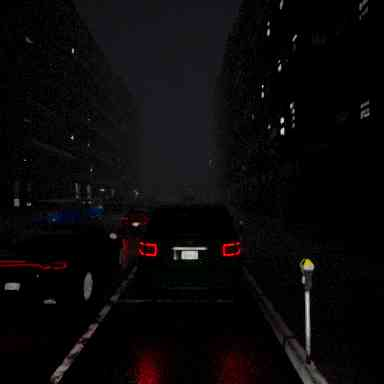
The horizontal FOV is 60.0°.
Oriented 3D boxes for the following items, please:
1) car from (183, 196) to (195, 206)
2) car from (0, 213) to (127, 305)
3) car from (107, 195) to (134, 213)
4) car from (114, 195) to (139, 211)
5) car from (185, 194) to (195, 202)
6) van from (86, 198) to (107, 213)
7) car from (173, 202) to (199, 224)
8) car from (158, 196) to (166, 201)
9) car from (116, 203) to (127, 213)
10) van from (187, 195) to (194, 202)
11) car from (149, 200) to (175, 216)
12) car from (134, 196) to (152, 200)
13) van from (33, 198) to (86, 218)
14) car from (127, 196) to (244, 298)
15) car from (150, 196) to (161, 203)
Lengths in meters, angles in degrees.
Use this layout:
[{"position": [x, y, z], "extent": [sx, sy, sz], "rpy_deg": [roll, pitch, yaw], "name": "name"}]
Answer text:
[{"position": [-0.471, 1.553, 59.411], "extent": [1.967, 1.590, 4.097], "rpy_deg": [1, 0, 0], "name": "car"}, {"position": [-3.019, 1.483, 8.118], "extent": [1.882, 1.535, 5.008], "rpy_deg": [0, -1, 0], "name": "car"}, {"position": [-8.312, 1.366, 37.346], "extent": [2.192, 1.841, 5.009], "rpy_deg": [1, 0, 0], "name": "car"}, {"position": [-8.312, 1.379, 42.876], "extent": [2.192, 1.841, 5.009], "rpy_deg": [1, 0, 0], "name": "car"}, {"position": [-0.470, 1.521, 81.536], "extent": [2.192, 1.841, 5.009], "rpy_deg": [1, 0, 0], "name": "car"}, {"position": [-8.313, 1.368, 26.285], "extent": [1.690, 1.788, 3.998], "rpy_deg": [1, 0, 0], "name": "van"}, {"position": [-0.437, 1.572, 26.224], "extent": [1.887, 1.381, 4.507], "rpy_deg": [1, 0, 0], "name": "car"}, {"position": [-8.323, 1.847, 92.652], "extent": [1.802, 1.307, 4.206], "rpy_deg": [1, 0, 0], "name": "car"}, {"position": [-2.970, 1.542, 19.968], "extent": [1.812, 1.442, 4.674], "rpy_deg": [0, 0, 0], "name": "car"}, {"position": [-0.471, 1.576, 87.068], "extent": [1.690, 1.788, 3.998], "rpy_deg": [1, 0, 0], "name": "van"}, {"position": [-2.977, 1.591, 34.118], "extent": [2.033, 1.411, 5.357], "rpy_deg": [0, 0, 1], "name": "car"}, {"position": [-5.842, 1.544, 38.263], "extent": [2.128, 1.511, 4.902], "rpy_deg": [0, 0, 0], "name": "car"}, {"position": [-8.312, 1.359, 20.753], "extent": [1.690, 1.788, 3.998], "rpy_deg": [2, 0, 0], "name": "van"}, {"position": [-0.039, 1.233, 8.683], "extent": [2.150, 2.045, 5.566], "rpy_deg": [0, 0, 0], "name": "car"}, {"position": [-8.321, 1.725, 76.059], "extent": [1.887, 1.381, 4.507], "rpy_deg": [1, 0, 0], "name": "car"}]
